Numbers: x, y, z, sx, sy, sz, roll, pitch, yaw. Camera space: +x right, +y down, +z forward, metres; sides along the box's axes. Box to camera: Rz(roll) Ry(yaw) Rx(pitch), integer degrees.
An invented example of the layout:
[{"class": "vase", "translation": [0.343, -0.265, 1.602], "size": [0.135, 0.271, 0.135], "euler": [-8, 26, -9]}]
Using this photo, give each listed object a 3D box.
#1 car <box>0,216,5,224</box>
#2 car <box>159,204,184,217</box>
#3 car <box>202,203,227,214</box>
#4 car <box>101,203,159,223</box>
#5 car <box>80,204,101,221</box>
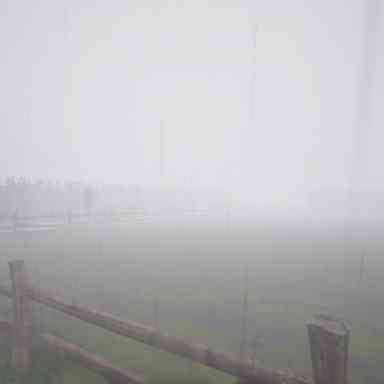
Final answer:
[{"class": "car", "translation": [-15.829, 1.887, 23.081], "size": [1.895, 1.301, 4.718], "euler": [-1, -2, 40]}, {"class": "car", "translation": [-3.010, 2.272, 40.375], "size": [2.128, 1.511, 4.902], "euler": [-1, -2, 36]}, {"class": "car", "translation": [3.359, 2.381, 49.111], "size": [2.097, 1.767, 4.553], "euler": [-1, -2, 36]}, {"class": "car", "translation": [-5.787, 2.022, 31.523], "size": [1.882, 1.535, 5.008], "euler": [-1, -2, 36]}, {"class": "car", "translation": [-8.645, 1.912, 32.607], "size": [2.097, 1.767, 4.553], "euler": [-1, -2, 36]}]
